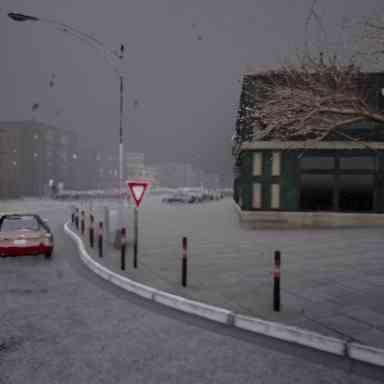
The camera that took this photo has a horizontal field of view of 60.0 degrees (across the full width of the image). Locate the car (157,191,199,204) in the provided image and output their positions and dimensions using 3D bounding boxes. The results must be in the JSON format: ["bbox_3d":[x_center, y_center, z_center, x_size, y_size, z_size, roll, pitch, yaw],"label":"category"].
[{"bbox_3d":[-2.009,0.997,47.977,4.792,1.488,2.163,1,1,15],"label":"car"}]

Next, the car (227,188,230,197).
[{"bbox_3d":[5.056,0.247,74.856,5.566,2.045,2.435,1,1,15],"label":"car"}]

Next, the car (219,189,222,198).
[{"bbox_3d":[2.938,0.656,66.669,4.892,1.521,2.231,1,1,15],"label":"car"}]

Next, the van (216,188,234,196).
[{"bbox_3d":[8.694,0.038,88.136,4.442,1.987,1.878,1,1,15],"label":"van"}]

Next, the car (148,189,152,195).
[{"bbox_3d":[-13.353,-0.058,84.197,4.553,1.767,2.185,1,1,15],"label":"car"}]

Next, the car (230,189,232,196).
[{"bbox_3d":[6.458,0.442,80.110,4.674,1.452,2.002,1,1,15],"label":"car"}]

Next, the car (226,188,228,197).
[{"bbox_3d":[4.522,0.552,71.999,5.366,1.575,1.946,1,1,15],"label":"car"}]

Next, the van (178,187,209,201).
[{"bbox_3d":[0.029,0.627,56.063,4.442,1.987,1.878,1,1,15],"label":"van"}]

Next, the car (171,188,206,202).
[{"bbox_3d":[-0.568,0.773,53.215,4.553,1.767,2.185,1,1,15],"label":"car"}]

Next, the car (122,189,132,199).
[{"bbox_3d":[-11.193,0.651,62.326,1.994,1.385,4.181,1,1,15],"label":"car"}]

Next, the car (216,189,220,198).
[{"bbox_3d":[2.252,0.704,64.105,5.008,1.535,2.097,1,1,15],"label":"car"}]

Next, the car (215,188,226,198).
[{"bbox_3d":[3.668,0.353,69.344,5.566,2.045,2.435,1,1,15],"label":"car"}]

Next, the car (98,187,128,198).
[{"bbox_3d":[-16.840,0.060,70.859,5.566,2.045,2.435,1,1,15],"label":"car"}]

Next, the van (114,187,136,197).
[{"bbox_3d":[-15.304,-0.011,76.157,4.442,1.987,1.878,1,1,15],"label":"van"}]

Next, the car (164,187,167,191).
[{"bbox_3d":[-10.526,-0.110,94.858,4.892,1.521,2.231,1,1,15],"label":"car"}]

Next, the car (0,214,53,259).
[{"bbox_3d":[-6.217,1.484,12.083,1.994,1.385,4.181,1,1,-27],"label":"car"}]

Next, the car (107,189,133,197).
[{"bbox_3d":[-15.938,0.263,73.477,5.366,1.575,1.946,1,1,15],"label":"car"}]

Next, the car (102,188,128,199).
[{"bbox_3d":[-14.133,0.264,62.862,2.150,2.045,5.566,1,1,15],"label":"car"}]

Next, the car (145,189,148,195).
[{"bbox_3d":[-14.051,-0.011,81.531,4.553,1.767,2.185,1,1,15],"label":"car"}]

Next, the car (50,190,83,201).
[{"bbox_3d":[-20.975,0.457,54.837,4.553,1.767,2.185,1,1,15],"label":"car"}]

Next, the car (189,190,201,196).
[{"bbox_3d":[0.884,0.186,89.225,2.128,1.511,4.902,1,1,15],"label":"car"}]

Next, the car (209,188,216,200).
[{"bbox_3d":[1.551,0.634,61.285,4.553,1.767,2.185,1,1,15],"label":"car"}]

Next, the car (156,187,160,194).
[{"bbox_3d":[-11.923,-0.022,89.524,4.892,1.521,2.231,1,1,15],"label":"car"}]

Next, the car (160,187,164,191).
[{"bbox_3d":[-11.224,-0.067,92.192,4.892,1.521,2.231,1,1,15],"label":"car"}]

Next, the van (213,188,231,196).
[{"bbox_3d":[7.763,0.079,85.509,4.442,1.987,1.878,1,1,15],"label":"van"}]

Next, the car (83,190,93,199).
[{"bbox_3d":[-20.313,0.544,57.521,5.008,1.535,2.097,1,1,15],"label":"car"}]

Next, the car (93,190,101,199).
[{"bbox_3d":[-19.608,0.541,60.185,4.674,1.452,2.002,1,1,15],"label":"car"}]

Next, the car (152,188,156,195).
[{"bbox_3d":[-12.595,-0.104,86.849,4.553,1.767,2.185,1,1,15],"label":"car"}]
